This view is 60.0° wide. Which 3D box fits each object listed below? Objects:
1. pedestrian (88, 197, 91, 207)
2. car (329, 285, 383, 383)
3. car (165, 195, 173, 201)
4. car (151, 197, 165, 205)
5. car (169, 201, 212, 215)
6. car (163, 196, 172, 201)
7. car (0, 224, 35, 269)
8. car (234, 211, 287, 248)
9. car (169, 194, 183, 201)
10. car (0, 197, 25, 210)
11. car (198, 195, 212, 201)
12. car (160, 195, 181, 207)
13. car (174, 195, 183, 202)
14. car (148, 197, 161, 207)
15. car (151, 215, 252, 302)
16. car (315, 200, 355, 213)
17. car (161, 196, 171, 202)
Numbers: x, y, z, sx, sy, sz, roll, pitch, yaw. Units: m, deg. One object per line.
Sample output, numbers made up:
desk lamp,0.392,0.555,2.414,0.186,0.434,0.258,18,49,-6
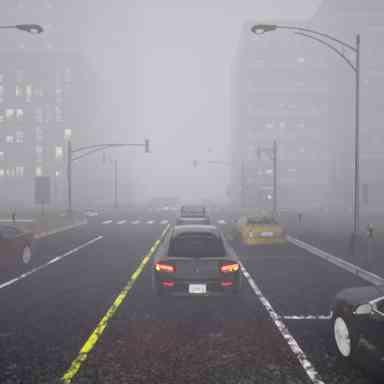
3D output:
pedestrian,-12.631,1.200,40.837,0.375,1.300,0.375,0,0,1
car,2.802,1.550,3.102,2.008,1.369,4.403,-1,0,0
car,-5.877,1.530,86.256,1.887,1.381,4.507,-1,0,0
car,-5.819,1.554,57.983,1.947,1.339,4.313,-1,0,0
car,0.053,1.487,18.183,2.128,1.511,4.902,0,0,0
car,-5.865,1.568,80.601,1.802,1.307,4.206,-1,0,0
car,-5.849,1.542,8.787,1.887,1.381,4.507,-1,0,0
car,2.778,1.521,14.561,1.752,1.417,4.829,-1,0,0
car,-3.186,1.479,62.795,2.128,1.511,4.902,0,0,0
car,-21.738,1.275,37.972,4.829,1.417,1.752,0,0,1
car,2.560,1.539,58.000,2.008,1.369,4.403,-1,0,0
car,-3.194,1.536,50.397,2.033,1.411,5.357,0,0,0
car,-3.157,1.480,77.978,1.837,1.490,4.892,0,0,0
car,-5.808,1.514,52.159,1.752,1.417,4.829,-1,0,0
car,0.083,1.523,8.109,1.812,1.442,4.674,0,0,0
car,16.238,1.623,37.552,4.403,1.369,2.008,0,0,1
car,-5.854,1.531,74.946,1.887,1.381,4.507,-1,0,0
